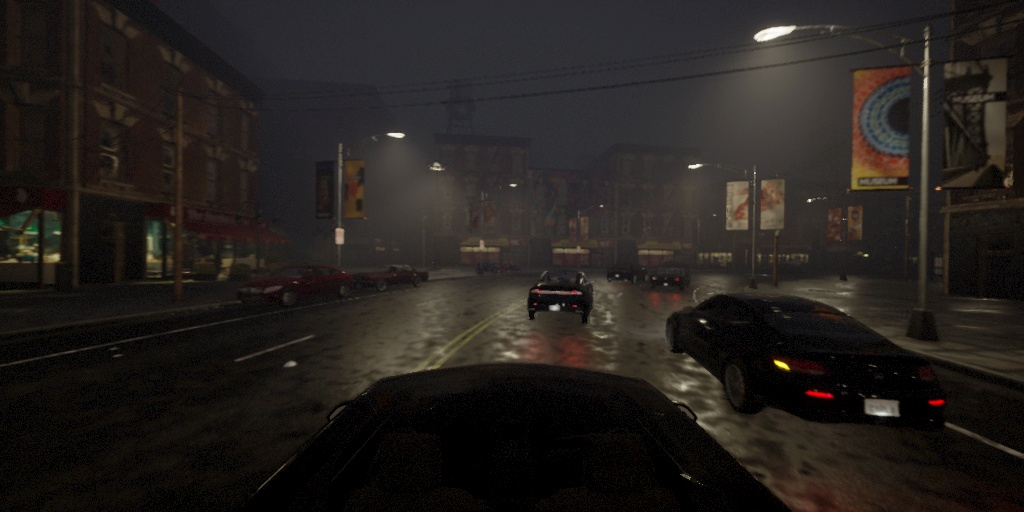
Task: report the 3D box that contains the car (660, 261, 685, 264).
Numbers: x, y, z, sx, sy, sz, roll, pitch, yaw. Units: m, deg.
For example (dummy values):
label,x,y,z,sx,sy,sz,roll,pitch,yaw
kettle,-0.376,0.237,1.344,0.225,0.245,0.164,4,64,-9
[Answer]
label,x,y,z,sx,sy,sz,roll,pitch,yaw
car,19.790,1.333,44.700,5.008,1.535,1.882,1,0,-22

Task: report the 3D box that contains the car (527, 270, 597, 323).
label,x,y,z,sx,sy,sz,roll,pitch,yaw
car,1.776,1.219,12.228,2.128,1.511,4.902,1,0,14

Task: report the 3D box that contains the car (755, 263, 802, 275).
label,x,y,z,sx,sy,sz,roll,pitch,yaw
car,33.247,1.618,44.772,5.357,1.411,2.033,1,0,-8

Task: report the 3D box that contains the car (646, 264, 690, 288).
label,x,y,z,sx,sy,sz,roll,pitch,yaw
car,10.365,1.411,23.319,1.895,1.301,4.718,1,0,32

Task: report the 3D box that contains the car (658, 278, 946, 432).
label,x,y,z,sx,sy,sz,roll,pitch,yaw
car,3.983,1.319,5.818,1.812,1.442,4.674,1,0,8

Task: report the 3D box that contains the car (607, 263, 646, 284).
label,x,y,z,sx,sy,sz,roll,pitch,yaw
car,8.799,1.244,27.120,1.882,1.535,5.008,1,0,35
